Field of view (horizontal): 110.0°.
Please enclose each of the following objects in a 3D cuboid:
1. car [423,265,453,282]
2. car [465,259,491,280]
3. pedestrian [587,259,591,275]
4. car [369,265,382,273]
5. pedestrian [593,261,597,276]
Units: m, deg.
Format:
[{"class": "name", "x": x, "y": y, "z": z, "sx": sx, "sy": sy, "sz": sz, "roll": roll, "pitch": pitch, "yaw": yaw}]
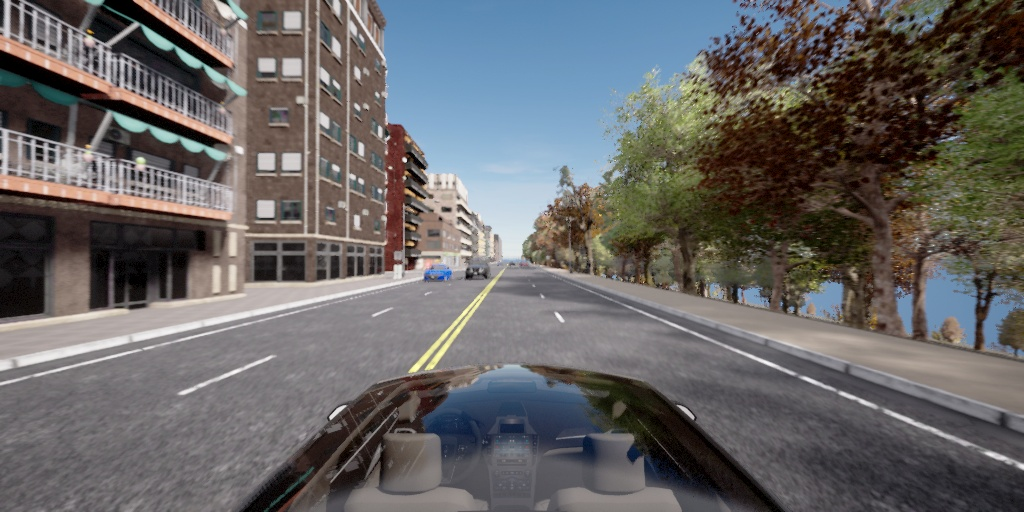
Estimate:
[{"class": "car", "x": -6.582, "y": 1.515, "z": 32.333, "sx": 1.882, "sy": 1.535, "sz": 5.008, "roll": 0, "pitch": -1, "yaw": 0}, {"class": "car", "x": -3.315, "y": 1.293, "z": 35.700, "sx": 2.150, "sy": 2.045, "sz": 5.566, "roll": 0, "pitch": -1, "yaw": 0}, {"class": "pedestrian", "x": 9.006, "y": 1.270, "z": 42.075, "sx": 0.375, "sy": 1.860, "sz": 0.375, "roll": 0, "pitch": -1, "yaw": 0}, {"class": "car", "x": -22.845, "y": 2.101, "z": 57.225, "sx": 4.507, "sy": 1.381, "sz": 1.888, "roll": 0, "pitch": 0, "yaw": 0}, {"class": "pedestrian", "x": 9.967, "y": 1.457, "z": 42.673, "sx": 0.375, "sy": 1.860, "sz": 0.375, "roll": 0, "pitch": -1, "yaw": 0}]
